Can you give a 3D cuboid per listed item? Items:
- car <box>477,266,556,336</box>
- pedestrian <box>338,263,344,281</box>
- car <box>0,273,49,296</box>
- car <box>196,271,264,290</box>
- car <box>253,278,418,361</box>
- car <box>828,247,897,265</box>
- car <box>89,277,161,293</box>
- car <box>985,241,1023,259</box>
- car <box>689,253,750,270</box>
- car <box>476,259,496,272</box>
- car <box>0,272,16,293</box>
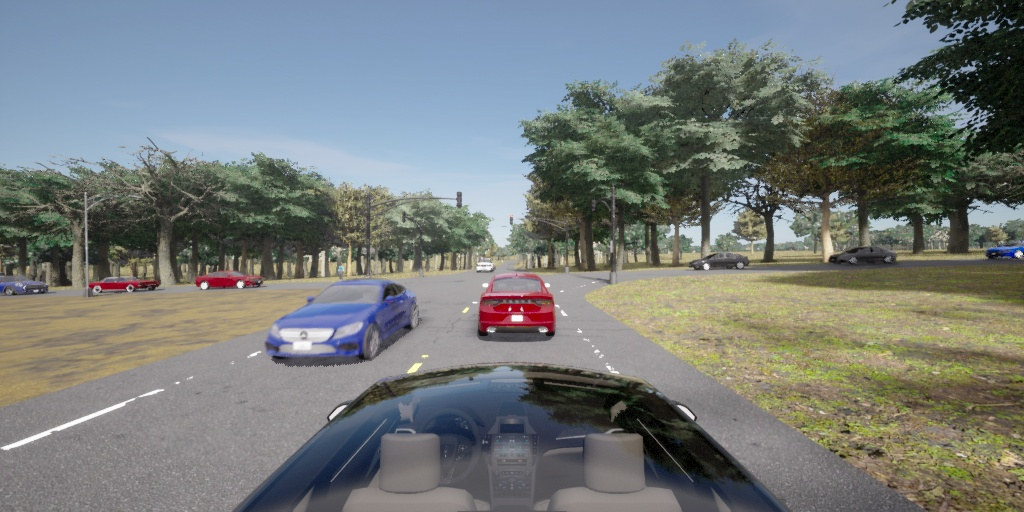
[{"bbox_3d":[0.125,1.230,10.409,1.882,1.535,5.008,0,0,0],"label":"car"},{"bbox_3d":[-17.920,1.668,37.525,0.375,1.860,0.375,0,1,3],"label":"pedestrian"},{"bbox_3d":[-43.333,2.502,31.085,4.553,1.767,2.097,-2,-1,3],"label":"car"},{"bbox_3d":[-23.694,1.975,30.176,5.008,1.535,1.882,-2,-1,2],"label":"car"},{"bbox_3d":[-3.551,1.277,8.451,1.812,1.442,4.674,0,0,1],"label":"car"},{"bbox_3d":[30.764,-0.003,31.564,4.892,1.490,1.837,-2,-1,2],"label":"car"},{"bbox_3d":[-33.052,2.417,30.595,4.718,1.301,1.895,-2,-1,3],"label":"car"},{"bbox_3d":[44.252,-0.541,30.980,5.008,1.535,1.882,-2,-1,3],"label":"car"},{"bbox_3d":[18.453,0.481,32.079,4.892,1.490,1.837,-2,-1,2],"label":"car"},{"bbox_3d":[-3.932,1.394,52.972,2.150,2.045,5.566,0,-1,1],"label":"car"},{"bbox_3d":[-52.827,2.702,35.187,5.566,2.045,2.150,-2,-1,3],"label":"car"}]
